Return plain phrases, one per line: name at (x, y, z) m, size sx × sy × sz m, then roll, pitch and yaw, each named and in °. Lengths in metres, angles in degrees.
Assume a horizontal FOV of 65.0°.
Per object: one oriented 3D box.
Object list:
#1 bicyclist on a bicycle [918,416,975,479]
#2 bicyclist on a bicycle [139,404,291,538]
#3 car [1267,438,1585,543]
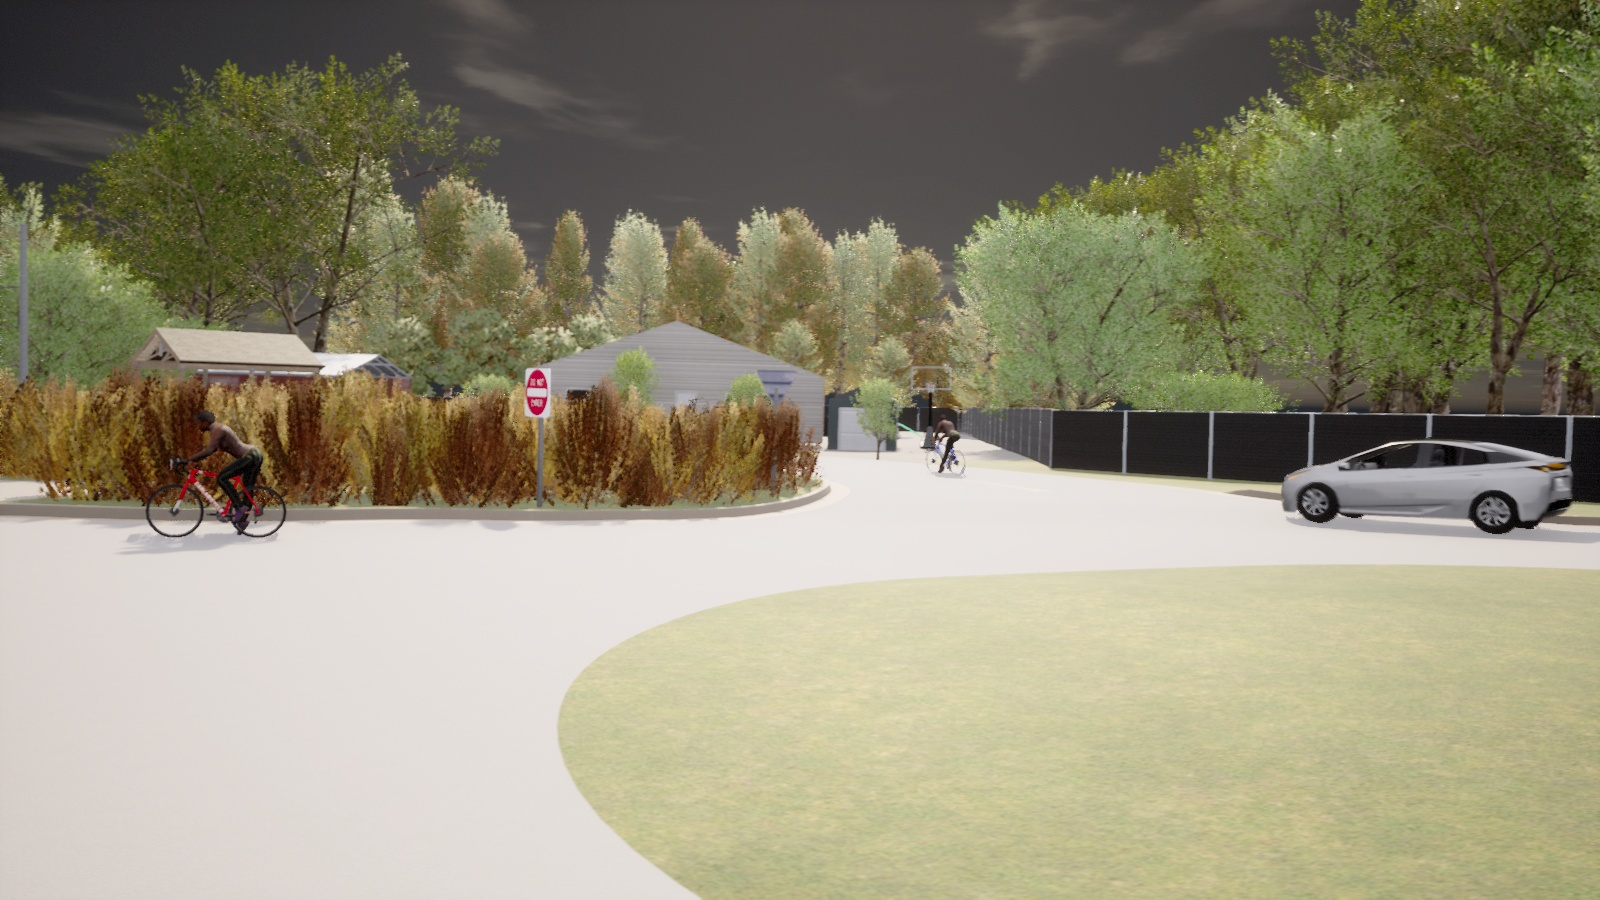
bicyclist on a bicycle at (3.926, -0.099, 33.867) m, size 0.582 × 1.620 × 1.656 m, roll -1°, pitch 3°, yaw -33°
bicyclist on a bicycle at (-7.403, 0.270, 15.945) m, size 1.656 × 1.620 × 0.582 m, roll 2°, pitch 3°, yaw -19°
car at (10.763, 0.612, 21.811) m, size 4.514 × 1.525 × 2.007 m, roll 2°, pitch 2°, yaw 44°
